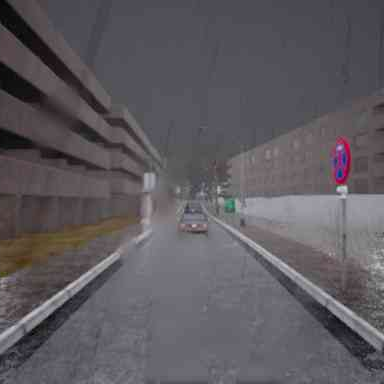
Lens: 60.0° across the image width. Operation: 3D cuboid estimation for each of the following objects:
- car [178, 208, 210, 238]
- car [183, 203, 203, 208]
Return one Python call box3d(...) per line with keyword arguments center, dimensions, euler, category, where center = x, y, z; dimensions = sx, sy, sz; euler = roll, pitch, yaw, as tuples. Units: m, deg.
box3d(center=(0.112, 1.916, 20.200), dimensions=(2.033, 1.411, 5.357), euler=(0, -2, 0), category="car")
box3d(center=(0.124, 2.393, 41.653), dimensions=(2.150, 2.045, 5.566), euler=(0, -2, 0), category="car")
